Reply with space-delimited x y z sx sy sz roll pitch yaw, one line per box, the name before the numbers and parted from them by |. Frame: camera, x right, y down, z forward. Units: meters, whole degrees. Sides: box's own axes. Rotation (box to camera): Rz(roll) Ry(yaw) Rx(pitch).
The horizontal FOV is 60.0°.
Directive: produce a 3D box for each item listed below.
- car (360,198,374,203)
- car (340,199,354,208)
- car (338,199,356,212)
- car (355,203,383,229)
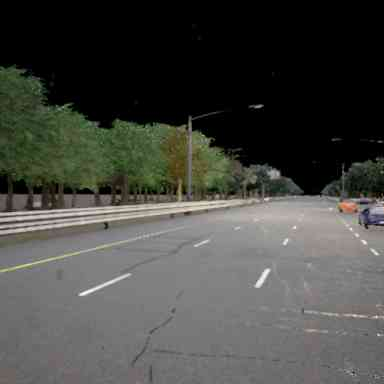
car | 40.902 2.275 77.712 4.892 1.490 1.837 1 0 -45
car | 28.856 2.080 61.827 1.882 1.535 5.008 0 -1 31
car | 21.035 1.778 45.072 2.097 1.767 4.553 0 0 21
car | 12.885 1.772 23.280 1.812 1.442 4.674 0 0 20
